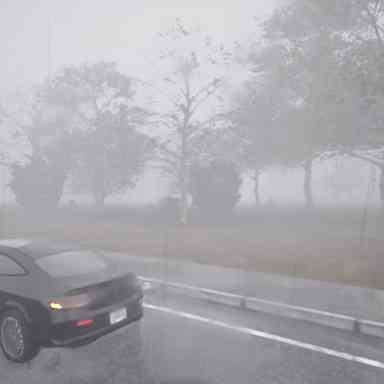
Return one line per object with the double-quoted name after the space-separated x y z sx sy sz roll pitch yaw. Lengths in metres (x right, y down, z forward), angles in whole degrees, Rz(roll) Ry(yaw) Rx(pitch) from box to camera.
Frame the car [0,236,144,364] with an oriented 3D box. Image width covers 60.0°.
-2.927 1.518 5.788 4.674 1.442 1.812 0 0 33 "car"
